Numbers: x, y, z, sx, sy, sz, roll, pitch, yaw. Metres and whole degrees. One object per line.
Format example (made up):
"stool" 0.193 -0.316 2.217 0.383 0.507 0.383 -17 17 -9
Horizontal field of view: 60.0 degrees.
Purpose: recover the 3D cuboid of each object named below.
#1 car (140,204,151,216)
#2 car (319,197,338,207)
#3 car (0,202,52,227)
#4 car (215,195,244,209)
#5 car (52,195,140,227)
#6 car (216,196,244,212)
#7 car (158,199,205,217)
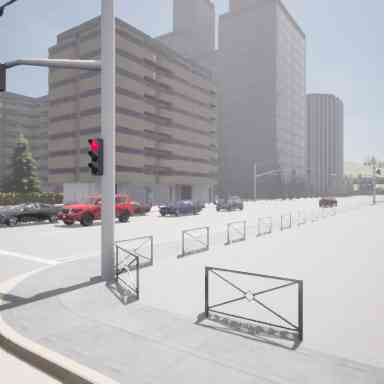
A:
"car" -6.022 1.601 30.602 1.895 1.301 4.718 0 0 35
"car" 20.802 1.478 50.701 1.882 1.535 5.008 0 0 35
"car" -11.281 1.492 22.970 2.128 1.511 4.902 0 0 35
"car" 5.314 1.352 46.984 2.097 1.767 4.553 0 0 35
"car" -6.618 1.221 23.569 2.150 2.045 5.566 0 0 35
"car" 4.609 1.526 39.837 1.812 1.442 4.674 0 0 35
"car" -1.075 1.601 31.614 1.895 1.301 4.718 0 0 35
